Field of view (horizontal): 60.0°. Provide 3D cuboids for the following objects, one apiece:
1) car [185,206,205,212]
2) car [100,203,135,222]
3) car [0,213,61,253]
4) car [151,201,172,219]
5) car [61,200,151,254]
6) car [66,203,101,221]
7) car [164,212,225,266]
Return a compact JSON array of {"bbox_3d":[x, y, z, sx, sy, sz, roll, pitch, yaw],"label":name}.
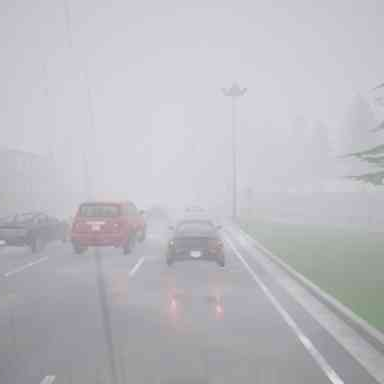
[{"bbox_3d":[0.271,1.894,29.153,1.895,1.301,4.718,0,-1,0],"label":"car"},{"bbox_3d":[-6.727,1.800,30.726,2.128,1.511,4.902,0,-1,0],"label":"car"},{"bbox_3d":[-6.855,1.637,14.455,2.128,1.511,4.902,0,-1,1],"label":"car"},{"bbox_3d":[-3.238,1.844,31.698,1.812,1.442,4.674,0,-1,0],"label":"car"},{"bbox_3d":[-3.361,1.367,14.363,2.150,2.045,5.566,0,-1,1],"label":"car"},{"bbox_3d":[-10.237,1.845,31.732,1.812,1.442,4.674,0,-1,0],"label":"car"},{"bbox_3d":[0.113,1.646,11.921,1.812,1.442,4.674,0,-1,0],"label":"car"}]
